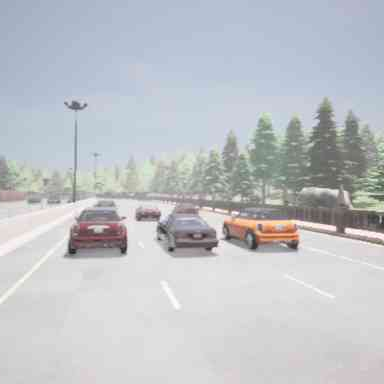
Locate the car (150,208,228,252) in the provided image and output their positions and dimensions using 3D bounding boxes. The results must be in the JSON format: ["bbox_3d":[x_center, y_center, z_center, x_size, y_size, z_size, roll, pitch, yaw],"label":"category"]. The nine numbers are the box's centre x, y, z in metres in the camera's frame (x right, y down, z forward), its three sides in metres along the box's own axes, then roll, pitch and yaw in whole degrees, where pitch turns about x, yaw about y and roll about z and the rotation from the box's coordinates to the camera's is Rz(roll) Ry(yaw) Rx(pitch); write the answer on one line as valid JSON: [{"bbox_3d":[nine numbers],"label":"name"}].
[{"bbox_3d":[-0.382,1.651,14.558,2.033,1.411,5.357,1,0,-14],"label":"car"}]

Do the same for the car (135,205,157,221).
[{"bbox_3d":[-3.923,1.767,29.254,1.895,1.301,4.718,1,0,-13],"label":"car"}]

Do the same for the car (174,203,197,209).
[{"bbox_3d":[-0.586,1.744,30.363,1.812,1.442,4.674,1,0,-13],"label":"car"}]

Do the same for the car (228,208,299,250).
[{"bbox_3d":[3.002,1.505,15.469,2.097,1.767,4.553,1,-1,-13],"label":"car"}]

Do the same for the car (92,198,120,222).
[{"bbox_3d":[-7.316,1.466,28.415,2.097,1.767,4.553,1,-1,-13],"label":"car"}]

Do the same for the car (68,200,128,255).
[{"bbox_3d":[-3.803,1.404,13.831,2.097,1.767,4.553,1,-1,-13],"label":"car"}]
